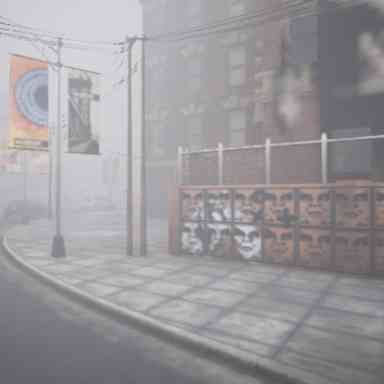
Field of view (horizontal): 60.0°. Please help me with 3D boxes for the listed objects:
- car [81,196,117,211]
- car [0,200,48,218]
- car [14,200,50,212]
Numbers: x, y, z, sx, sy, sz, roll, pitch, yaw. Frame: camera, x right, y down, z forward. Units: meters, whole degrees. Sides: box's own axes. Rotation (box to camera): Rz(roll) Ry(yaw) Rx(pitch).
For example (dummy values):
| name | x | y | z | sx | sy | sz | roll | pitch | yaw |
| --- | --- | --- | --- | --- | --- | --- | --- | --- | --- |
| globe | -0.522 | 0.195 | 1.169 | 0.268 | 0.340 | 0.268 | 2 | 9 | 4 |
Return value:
| name | x | y | z | sx | sy | sz | roll | pitch | yaw |
| --- | --- | --- | --- | --- | --- | --- | --- | --- | --- |
| car | -13.289 | 1.551 | 47.778 | 2.150 | 2.045 | 5.566 | 0 | 0 | 33 |
| car | -16.192 | 1.578 | 32.553 | 2.097 | 1.767 | 4.553 | 0 | 0 | 3 |
| car | -21.567 | 1.877 | 44.964 | 1.994 | 1.385 | 4.181 | 0 | 0 | 22 |
